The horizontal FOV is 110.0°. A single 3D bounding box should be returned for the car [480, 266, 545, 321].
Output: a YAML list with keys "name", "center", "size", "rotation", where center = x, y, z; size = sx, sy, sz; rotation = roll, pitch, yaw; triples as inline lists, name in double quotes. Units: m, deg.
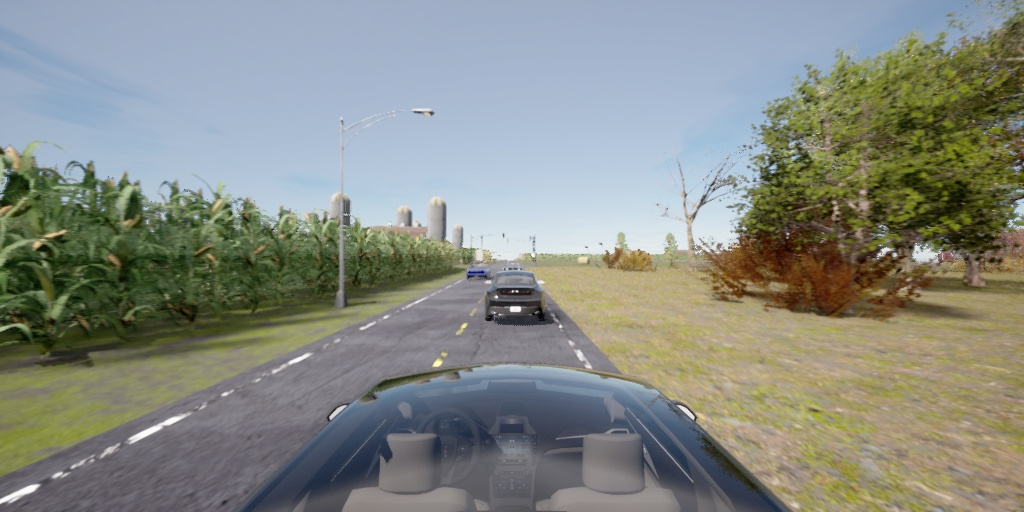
- name: "car"
  center: [0.100, 1.261, 12.562]
  size: [1.837, 1.490, 4.892]
  rotation: [0, 0, 0]

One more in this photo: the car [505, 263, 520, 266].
- name: "car"
  center: [0.098, 1.382, 38.111]
  size: [1.895, 1.301, 4.718]
  rotation: [0, 0, 0]

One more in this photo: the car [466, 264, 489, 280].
- name: "car"
  center: [-2.850, 1.374, 31.043]
  size: [1.895, 1.301, 4.718]
  rotation: [0, 0, 0]
